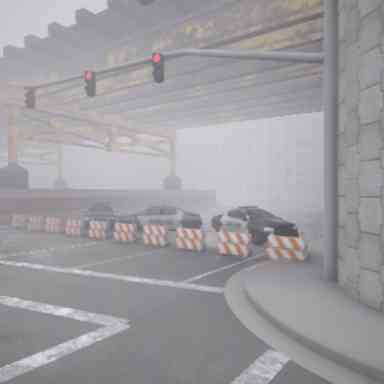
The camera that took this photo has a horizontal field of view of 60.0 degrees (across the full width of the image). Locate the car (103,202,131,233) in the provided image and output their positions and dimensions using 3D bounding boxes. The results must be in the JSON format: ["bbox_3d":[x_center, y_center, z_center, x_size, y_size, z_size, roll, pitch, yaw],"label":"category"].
[{"bbox_3d":[-1.944,1.441,18.067,4.974,1.542,2.038,0,0,0],"label":"car"}]

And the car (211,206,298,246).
[{"bbox_3d":[2.821,1.446,15.474,2.038,1.542,4.974,0,0,-25],"label":"car"}]

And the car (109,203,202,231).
[{"bbox_3d":[-1.892,1.284,18.066,4.536,1.218,1.853,0,0,0],"label":"car"}]

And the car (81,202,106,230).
[{"bbox_3d":[-5.635,1.437,20.825,2.038,1.542,4.974,0,0,-10],"label":"car"}]

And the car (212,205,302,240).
[{"bbox_3d":[2.799,1.289,15.522,1.853,1.218,4.536,0,0,-25],"label":"car"}]

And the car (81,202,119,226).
[{"bbox_3d":[-5.644,1.279,20.877,1.853,1.218,4.536,0,0,-10],"label":"car"}]
